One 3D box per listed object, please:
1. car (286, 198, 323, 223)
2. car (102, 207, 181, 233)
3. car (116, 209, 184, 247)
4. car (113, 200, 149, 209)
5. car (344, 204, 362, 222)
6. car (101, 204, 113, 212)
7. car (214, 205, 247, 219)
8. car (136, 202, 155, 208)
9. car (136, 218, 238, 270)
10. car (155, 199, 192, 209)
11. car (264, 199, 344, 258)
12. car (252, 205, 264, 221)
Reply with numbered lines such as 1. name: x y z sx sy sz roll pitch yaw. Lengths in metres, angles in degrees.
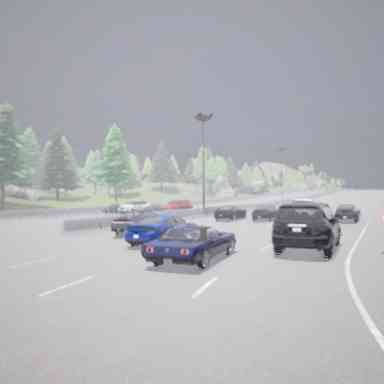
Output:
1. car: 10.571 1.665 31.021 2.150 2.045 5.566 -1 -1 30
2. car: -3.041 1.984 21.168 2.128 1.511 4.902 -1 -1 28
3. car: -1.365 1.869 16.963 1.882 1.535 5.008 -1 -1 27
4. car: -8.224 2.174 47.846 2.150 2.045 5.566 -1 -1 30
5. car: 14.059 1.879 30.053 1.837 1.490 4.892 -1 -1 30
6. car: -11.285 2.530 49.523 1.837 1.490 4.892 -1 -1 30
7. car: 3.968 2.060 33.575 1.882 1.535 5.008 -1 -1 30
8. car: -5.278 2.446 45.934 1.994 1.385 4.181 -1 -1 30
9. car: 0.144 1.866 12.193 1.895 1.301 4.718 -1 -2 23
10. car: -2.081 2.032 44.494 2.150 2.045 5.566 -1 -1 30
11. car: 5.029 1.484 14.309 2.150 2.045 5.566 -1 -1 28
12. car: 7.367 2.020 32.461 1.837 1.490 4.892 -1 0 30
